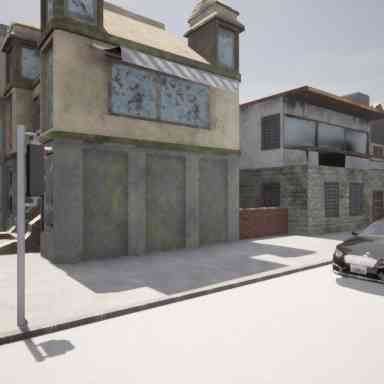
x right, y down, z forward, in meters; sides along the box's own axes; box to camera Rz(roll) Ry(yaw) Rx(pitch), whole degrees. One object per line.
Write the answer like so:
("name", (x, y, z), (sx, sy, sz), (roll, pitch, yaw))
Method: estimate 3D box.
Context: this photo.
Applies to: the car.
("car", (5.714, 1.491, 9.025), (4.902, 1.511, 2.128), (0, 0, -37))
